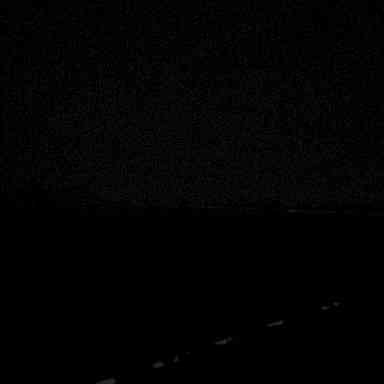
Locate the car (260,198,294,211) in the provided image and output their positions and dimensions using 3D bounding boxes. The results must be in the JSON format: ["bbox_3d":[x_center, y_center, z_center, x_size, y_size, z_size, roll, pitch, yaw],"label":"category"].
[{"bbox_3d":[11.402,1.547,44.707,2.097,1.767,4.553,1,-1,-36],"label":"car"}]

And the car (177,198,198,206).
[{"bbox_3d":[-0.869,1.897,61.941,2.128,1.511,4.902,1,-1,-36],"label":"car"}]
